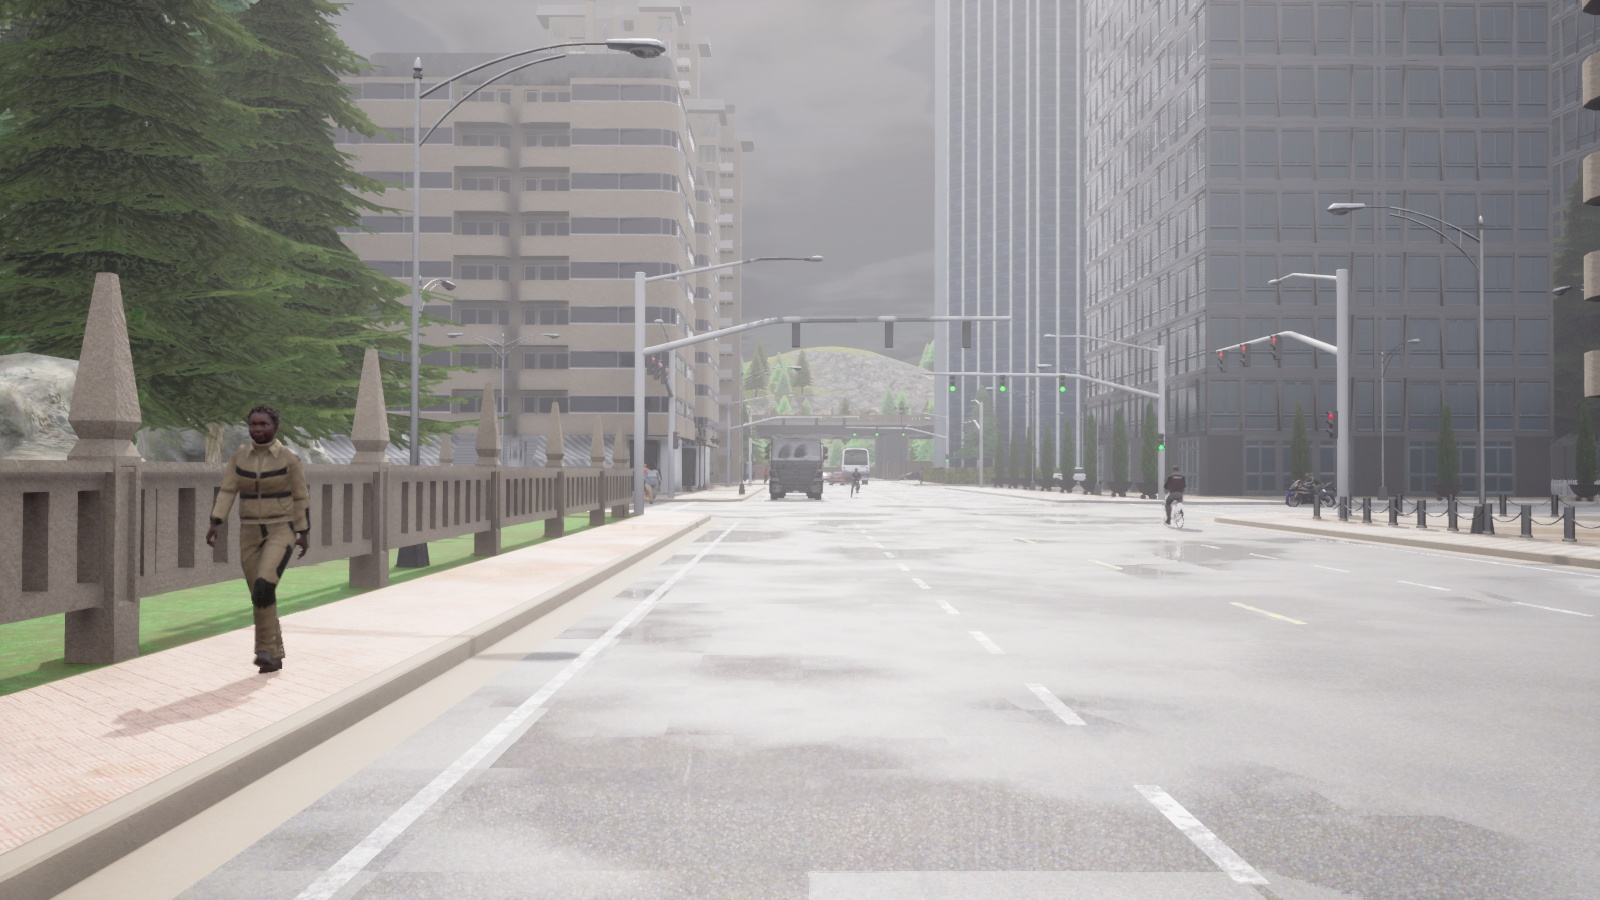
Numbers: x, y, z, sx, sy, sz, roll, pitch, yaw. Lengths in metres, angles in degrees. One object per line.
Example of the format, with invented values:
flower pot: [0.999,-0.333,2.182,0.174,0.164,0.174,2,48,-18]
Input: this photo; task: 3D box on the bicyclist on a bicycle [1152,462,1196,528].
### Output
bicyclist on a bicycle: [10.399,1.230,34.982,0.659,1.776,1.843,0,-1,0]

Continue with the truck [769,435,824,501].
truck: [-0.204,1.010,70.268,2.891,3.462,7.936,0,-1,0]

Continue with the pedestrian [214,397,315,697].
pedestrian: [-3.587,0.629,8.445,0.396,1.930,0.692,0,-1,-2]

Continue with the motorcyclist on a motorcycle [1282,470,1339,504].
motorcyclist on a motorcycle: [22.751,1.641,55.963,2.191,1.530,0.866,0,-1,0]

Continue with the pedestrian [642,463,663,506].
pedestrian: [-6.414,1.491,54.447,0.874,1.855,0.900,0,-1,-9]
